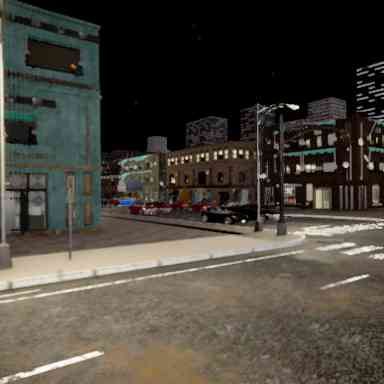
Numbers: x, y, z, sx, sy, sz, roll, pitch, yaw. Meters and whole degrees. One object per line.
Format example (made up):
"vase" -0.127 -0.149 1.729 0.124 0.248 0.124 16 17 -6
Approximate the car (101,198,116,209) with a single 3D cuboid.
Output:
"car" -14.888 2.133 55.095 1.837 1.490 4.892 -1 0 -35

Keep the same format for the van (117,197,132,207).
"van" -11.491 1.870 60.115 1.690 1.788 3.998 -2 0 -35

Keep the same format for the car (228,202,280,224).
"car" 5.154 1.709 26.782 1.812 1.442 4.674 -1 0 -34

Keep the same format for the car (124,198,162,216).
"car" -5.484 1.822 37.214 1.967 1.590 4.097 -2 0 -35

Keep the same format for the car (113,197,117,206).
"car" -14.700 1.903 64.626 2.192 1.841 5.009 -2 0 -35

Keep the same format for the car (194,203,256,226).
"car" 2.463 1.790 25.836 1.947 1.339 4.313 -2 0 -35

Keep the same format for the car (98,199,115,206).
"car" -17.903 2.191 69.137 1.887 1.381 4.507 -2 0 -35

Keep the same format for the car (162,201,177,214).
"car" -4.071 1.891 39.742 1.812 1.442 4.674 -1 0 -36

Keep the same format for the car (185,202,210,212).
"car" 1.347 1.867 42.074 1.802 1.307 4.206 -2 0 -35

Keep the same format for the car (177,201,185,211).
"car" -1.861 1.929 46.584 1.802 1.307 4.206 -2 0 -35

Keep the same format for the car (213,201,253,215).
"car" 4.554 1.773 37.563 2.008 1.369 4.403 -2 0 -35
